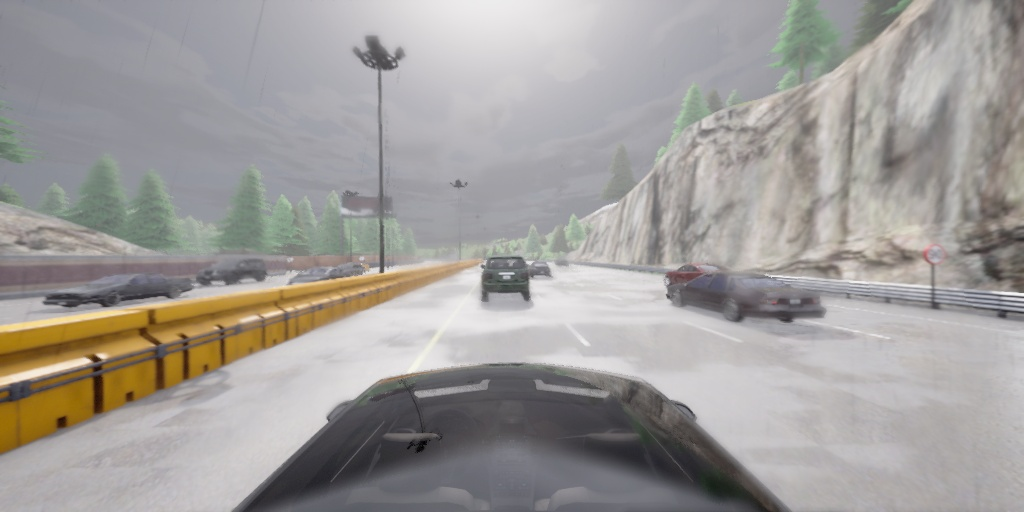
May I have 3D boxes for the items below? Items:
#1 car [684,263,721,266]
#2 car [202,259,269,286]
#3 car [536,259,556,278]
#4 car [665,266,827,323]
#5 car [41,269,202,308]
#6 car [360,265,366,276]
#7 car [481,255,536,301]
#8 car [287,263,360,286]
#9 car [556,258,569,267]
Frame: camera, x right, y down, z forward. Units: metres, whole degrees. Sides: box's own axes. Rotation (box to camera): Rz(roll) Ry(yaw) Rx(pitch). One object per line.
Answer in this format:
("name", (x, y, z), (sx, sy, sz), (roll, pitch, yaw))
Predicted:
("car", (10.075, 1.112, 19.376), (1.882, 1.535, 5.008), (-1, 0, -2))
("car", (-21.989, 1.235, 28.570), (2.150, 2.045, 5.566), (-1, 0, -2))
("car", (2.545, 1.250, 33.035), (1.812, 1.442, 4.674), (-1, 0, -2))
("car", (7.114, 1.216, 11.721), (2.033, 1.411, 5.357), (-1, 0, -4))
("car", (-18.044, 1.510, 16.959), (2.033, 1.411, 5.357), (-1, 0, -2))
("car", (-15.126, 1.438, 33.129), (1.837, 1.490, 4.892), (-1, -1, -2))
("car", (-0.345, 0.978, 17.599), (2.150, 2.045, 5.566), (-1, 0, -3))
("car", (-11.203, 1.377, 21.189), (2.128, 1.511, 4.902), (-1, 0, -2))
("car", (8.698, 1.162, 62.921), (1.837, 1.490, 4.892), (-1, 0, -2))
